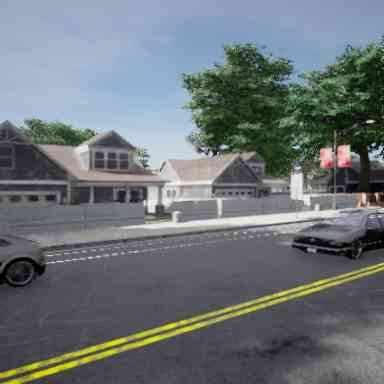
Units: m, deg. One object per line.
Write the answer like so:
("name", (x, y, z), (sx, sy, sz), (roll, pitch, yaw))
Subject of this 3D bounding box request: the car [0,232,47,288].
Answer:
("car", (-5.640, 1.568, 7.647), (4.181, 1.385, 1.994), (-1, 1, -35))

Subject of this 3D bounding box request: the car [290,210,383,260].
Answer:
("car", (5.885, 1.379, 11.866), (5.357, 1.411, 2.033), (-1, 1, -35))
